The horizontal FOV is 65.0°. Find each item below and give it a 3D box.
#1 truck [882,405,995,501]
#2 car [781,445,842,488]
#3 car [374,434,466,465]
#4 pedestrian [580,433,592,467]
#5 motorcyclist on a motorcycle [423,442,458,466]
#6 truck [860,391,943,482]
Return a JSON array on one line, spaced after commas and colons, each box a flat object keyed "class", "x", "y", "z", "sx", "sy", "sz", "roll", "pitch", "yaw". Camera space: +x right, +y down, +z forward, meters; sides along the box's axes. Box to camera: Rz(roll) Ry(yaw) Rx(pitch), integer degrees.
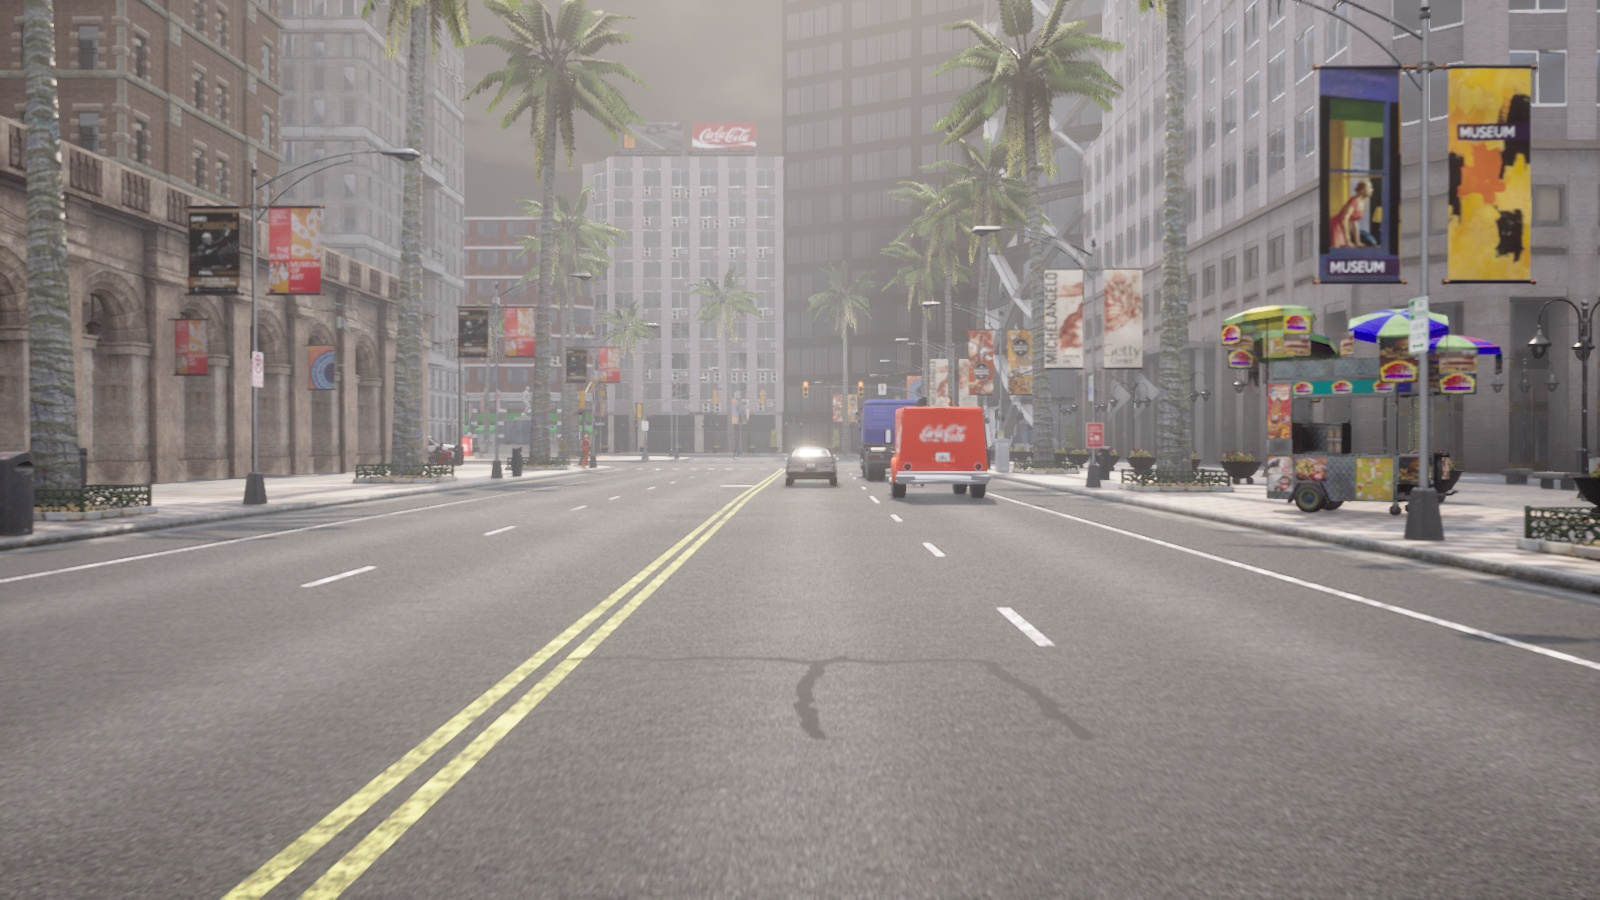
[{"class": "truck", "x": 3.734, "y": 0.066, "z": 34.906, "sx": 2.627, "sy": 2.467, "sz": 5.204, "roll": 0, "pitch": 0, "yaw": 1}, {"class": "car", "x": 0.412, "y": 0.543, "z": 44.664, "sx": 2.033, "sy": 1.411, "sz": 5.357, "roll": 0, "pitch": 0, "yaw": 1}, {"class": "car", "x": -25.891, "y": -0.038, "z": 85.704, "sx": 5.566, "sy": 2.045, "sz": 2.150, "roll": 0, "pitch": 0, "yaw": 1}, {"class": "pedestrian", "x": -11.817, "y": 0.002, "z": 69.419, "sx": 0.345, "sy": 1.836, "sz": 0.594, "roll": 0, "pitch": 0, "yaw": 29}, {"class": "motorcyclist on a motorcycle", "x": -23.521, "y": 0.246, "z": 82.145, "sx": 2.044, "sy": 1.523, "sz": 0.797, "roll": 1, "pitch": 0, "yaw": 1}, {"class": "truck", "x": 4.035, "y": -0.524, "z": 51.772, "sx": 2.891, "sy": 3.462, "sz": 7.936, "roll": 0, "pitch": 0, "yaw": 1}]
